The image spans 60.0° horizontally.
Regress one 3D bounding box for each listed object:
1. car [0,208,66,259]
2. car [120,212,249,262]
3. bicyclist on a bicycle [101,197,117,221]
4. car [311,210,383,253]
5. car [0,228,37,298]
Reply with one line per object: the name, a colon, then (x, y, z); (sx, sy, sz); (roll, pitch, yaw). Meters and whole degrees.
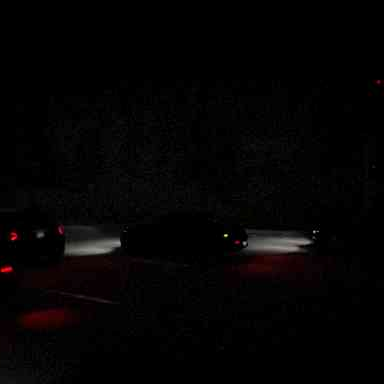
car: (-6.367, 1.299, 10.864); (4.553, 1.767, 2.097); (0, 1, 28)
car: (-0.353, 1.437, 11.650); (4.674, 1.442, 1.812); (0, 0, 28)
bicyclist on a bicycle: (-5.709, 1.156, 22.924); (0.582, 1.620, 1.656); (0, 1, 26)
car: (6.769, 1.381, 11.643); (4.892, 1.490, 1.837); (0, 0, 32)
car: (-5.926, 1.523, 6.817); (5.357, 1.411, 2.033); (0, 0, 27)
